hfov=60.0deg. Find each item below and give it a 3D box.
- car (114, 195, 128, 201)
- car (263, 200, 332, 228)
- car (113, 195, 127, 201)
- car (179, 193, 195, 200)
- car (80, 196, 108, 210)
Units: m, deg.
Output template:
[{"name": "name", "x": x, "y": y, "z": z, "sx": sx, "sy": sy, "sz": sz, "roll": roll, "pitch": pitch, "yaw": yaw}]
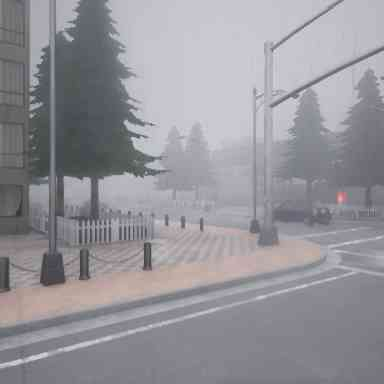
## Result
[{"name": "car", "x": -16.348, "y": 1.385, "z": 76.911, "sx": 1.845, "sy": 1.501, "sz": 3.633, "roll": 0, "pitch": 0, "yaw": -37}, {"name": "car", "x": 7.119, "y": 1.299, "z": 22.926, "sx": 2.097, "sy": 1.767, "sz": 4.553, "roll": 0, "pitch": 0, "yaw": -37}, {"name": "car", "x": -18.386, "y": 1.396, "z": 84.644, "sx": 1.970, "sy": 1.475, "sz": 3.806, "roll": 0, "pitch": 0, "yaw": -37}, {"name": "car", "x": -1.355, "y": 1.109, "z": 87.893, "sx": 1.932, "sy": 1.855, "sz": 4.605, "roll": 0, "pitch": 0, "yaw": -37}, {"name": "car", "x": -12.459, "y": 1.580, "z": 42.924, "sx": 1.812, "sy": 1.442, "sz": 4.674, "roll": 0, "pitch": 0, "yaw": -37}]
